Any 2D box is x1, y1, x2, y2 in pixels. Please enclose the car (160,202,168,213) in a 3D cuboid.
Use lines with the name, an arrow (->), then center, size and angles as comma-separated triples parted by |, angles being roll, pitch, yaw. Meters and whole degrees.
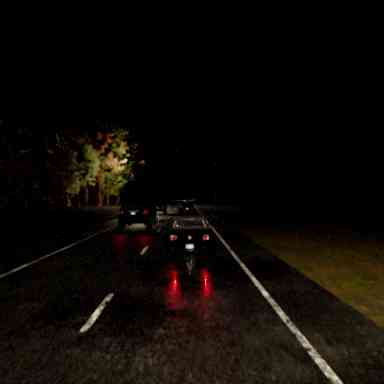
car -> -4.120, 1.952, 42.155 | 2.033, 1.411, 5.357 | 0, 0, -1

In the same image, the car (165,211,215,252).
car -> -0.120, 1.733, 14.493 | 1.895, 1.301, 4.718 | 0, 0, -1

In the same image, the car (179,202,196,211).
car -> -0.581, 1.924, 40.049 | 1.994, 1.385, 4.181 | 0, 0, -1

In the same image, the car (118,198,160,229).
car -> -3.789, 1.466, 23.772 | 2.150, 2.045, 5.566 | 0, 0, -1
